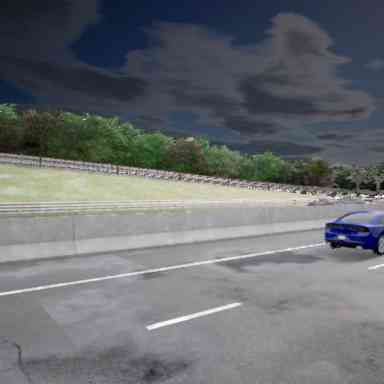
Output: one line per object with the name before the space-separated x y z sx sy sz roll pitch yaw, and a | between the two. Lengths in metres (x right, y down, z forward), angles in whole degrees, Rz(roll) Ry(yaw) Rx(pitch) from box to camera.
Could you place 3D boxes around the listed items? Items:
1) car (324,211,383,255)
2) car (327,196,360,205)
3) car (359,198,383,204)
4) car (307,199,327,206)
car | 7.383 1.489 13.455 5.008 1.535 1.882 0 0 -36
car | 18.606 1.360 39.572 4.553 1.767 2.097 0 0 -37
car | 20.965 1.535 36.968 4.674 1.442 1.812 0 0 -37
car | 16.531 1.570 42.388 4.181 1.385 1.994 0 0 -37
